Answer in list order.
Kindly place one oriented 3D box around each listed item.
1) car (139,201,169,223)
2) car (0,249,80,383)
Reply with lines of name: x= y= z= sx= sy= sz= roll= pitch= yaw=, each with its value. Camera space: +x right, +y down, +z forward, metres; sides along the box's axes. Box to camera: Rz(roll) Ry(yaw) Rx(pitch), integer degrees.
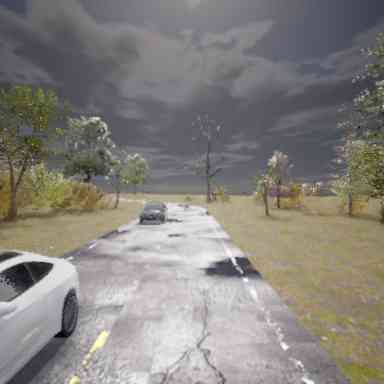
car: x=-2.862 y=1.511 z=25.478 sx=1.837 sy=1.490 sz=4.892 roll=0 pitch=0 yaw=0
car: x=-2.816 y=1.526 z=3.958 sx=1.812 sy=1.442 sz=4.674 roll=0 pitch=0 yaw=1
